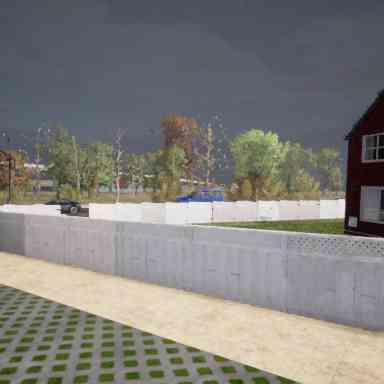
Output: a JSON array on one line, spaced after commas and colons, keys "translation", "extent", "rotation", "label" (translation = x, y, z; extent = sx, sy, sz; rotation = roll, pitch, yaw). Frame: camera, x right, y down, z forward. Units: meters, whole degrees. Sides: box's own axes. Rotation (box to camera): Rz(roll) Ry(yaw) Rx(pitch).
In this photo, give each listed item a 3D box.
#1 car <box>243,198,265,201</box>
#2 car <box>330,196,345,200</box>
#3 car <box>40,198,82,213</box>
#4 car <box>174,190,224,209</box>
[{"translation": [6.329, 1.354, 31.288], "extent": [4.902, 1.511, 2.128], "rotation": [0, 2, -18], "label": "car"}, {"translation": [20.061, 1.163, 42.840], "extent": [4.718, 1.301, 1.895], "rotation": [0, 2, -19], "label": "car"}, {"translation": [-12.809, 1.324, 31.945], "extent": [4.181, 1.385, 1.994], "rotation": [0, 2, -18], "label": "car"}, {"translation": [0.753, 0.874, 36.470], "extent": [5.566, 2.045, 2.150], "rotation": [-1, 2, -18], "label": "car"}]
